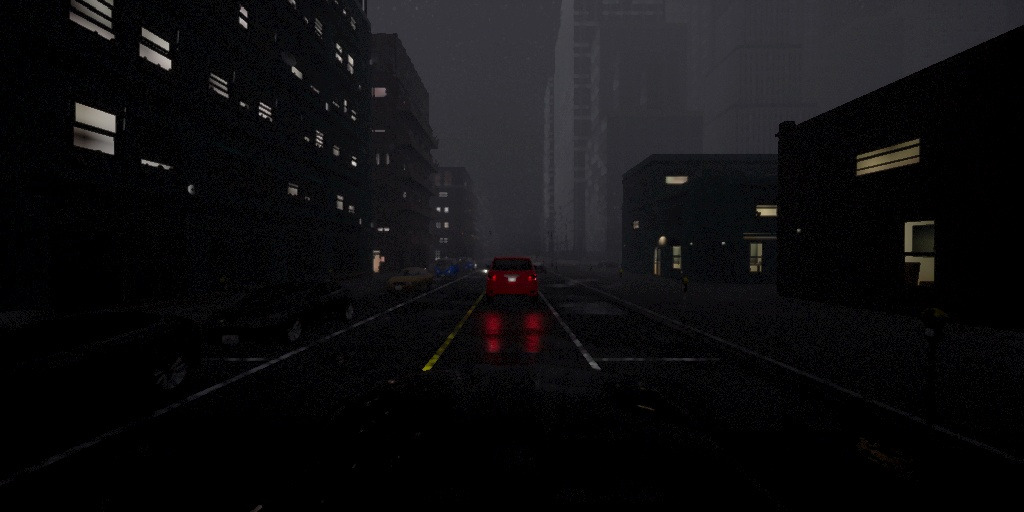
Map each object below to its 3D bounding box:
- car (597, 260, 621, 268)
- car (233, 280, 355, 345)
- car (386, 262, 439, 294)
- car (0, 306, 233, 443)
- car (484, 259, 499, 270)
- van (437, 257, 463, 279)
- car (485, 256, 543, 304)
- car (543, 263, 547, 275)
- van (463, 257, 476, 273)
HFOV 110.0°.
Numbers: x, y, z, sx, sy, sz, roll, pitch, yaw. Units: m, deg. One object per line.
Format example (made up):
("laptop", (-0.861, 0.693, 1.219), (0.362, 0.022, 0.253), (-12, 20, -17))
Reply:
("car", (16.715, 1.389, 60.708), (4.403, 1.370, 2.007), (0, 0, 1))
("car", (-5.691, 1.312, 9.429), (1.948, 1.339, 4.313), (0, 0, 0))
("car", (-5.691, 1.263, 20.422), (1.751, 1.417, 4.829), (0, 0, 0))
("car", (-5.692, 1.314, 3.848), (1.948, 1.339, 4.313), (0, 0, 0))
("car", (-3.000, 1.212, 53.507), (1.882, 1.535, 5.008), (0, 0, 0))
("van", (-5.691, 1.068, 31.752), (1.690, 1.789, 3.998), (0, 0, 0))
("car", (0.000, 1.000, 16.531), (2.150, 2.045, 5.566), (0, 0, 0))
("car", (2.690, 1.265, 37.370), (1.888, 1.381, 4.507), (0, 0, 0))
("van", (-5.691, 1.054, 42.915), (1.690, 1.789, 3.998), (0, 0, 0))
